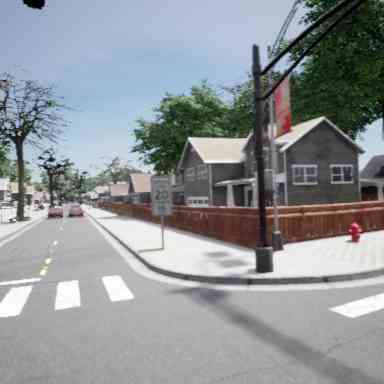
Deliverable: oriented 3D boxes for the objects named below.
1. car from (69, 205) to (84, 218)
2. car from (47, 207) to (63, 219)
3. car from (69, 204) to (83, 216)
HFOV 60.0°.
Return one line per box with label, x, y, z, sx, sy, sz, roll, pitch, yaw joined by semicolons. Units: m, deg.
car;-16.662;2.920;47.965;1.994;1.385;4.181;-2;-1;-19
car;-19.364;2.937;47.251;1.882;1.535;5.008;-2;-1;-20
car;-18.879;2.878;54.034;2.097;1.767;4.553;-2;-1;-20
